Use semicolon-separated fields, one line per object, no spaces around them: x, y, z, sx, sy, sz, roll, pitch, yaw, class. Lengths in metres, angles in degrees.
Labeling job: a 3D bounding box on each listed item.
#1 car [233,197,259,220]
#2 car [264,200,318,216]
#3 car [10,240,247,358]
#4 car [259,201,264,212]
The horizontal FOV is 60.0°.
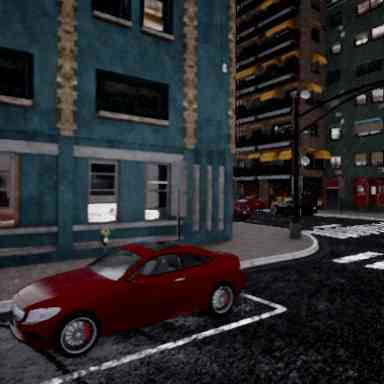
2.027;1.022;24.057;2.192;1.841;5.009;2;0;-36;car
8.830;1.334;28.939;1.947;1.339;4.313;1;0;-36;car
-0.852;1.580;5.944;4.206;1.307;1.802;0;1;-35;car
5.563;1.269;33.451;1.802;1.307;4.206;1;0;-36;car
